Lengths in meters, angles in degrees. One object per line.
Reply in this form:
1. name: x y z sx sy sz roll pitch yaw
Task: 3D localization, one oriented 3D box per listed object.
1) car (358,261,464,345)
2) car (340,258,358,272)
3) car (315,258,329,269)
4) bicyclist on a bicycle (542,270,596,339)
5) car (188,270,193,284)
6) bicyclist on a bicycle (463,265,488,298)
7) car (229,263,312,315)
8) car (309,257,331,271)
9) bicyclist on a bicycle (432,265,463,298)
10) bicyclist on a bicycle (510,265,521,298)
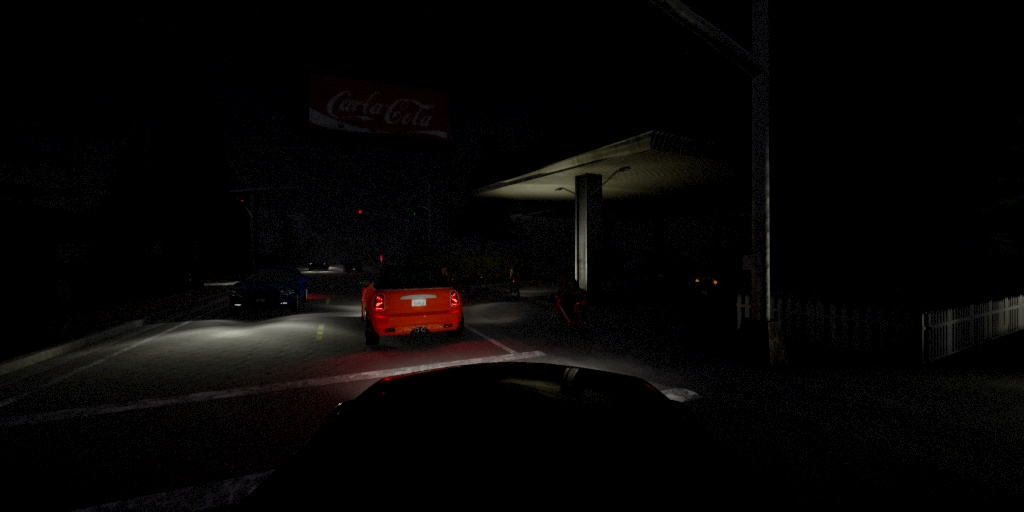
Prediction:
1. car: -2.829 1.002 9.502 2.097 1.767 4.553 0 0 -24
2. car: -19.433 1.218 43.663 1.895 1.301 4.718 0 0 -28
3. car: -29.236 1.119 55.298 1.837 1.490 4.892 0 0 -26
4. bicyclist on a bicycle: 1.403 1.181 8.962 0.582 1.620 1.656 3 -2 -45
5. car: -24.705 1.209 24.839 4.553 1.767 2.097 0 0 -27
6. bicyclist on a bicycle: -1.948 1.267 17.941 1.656 1.620 0.582 1 0 -23
7. car: -8.951 1.149 13.517 1.882 1.535 5.008 1 -1 -25
8. car: -24.993 0.975 46.385 2.097 1.767 4.553 0 0 -26
9. bicyclist on a bicycle: -3.204 1.237 16.513 1.656 1.620 0.582 1 0 35
10. bicyclist on a bicycle: 0.156 1.271 18.132 0.582 1.620 1.656 0 0 14
